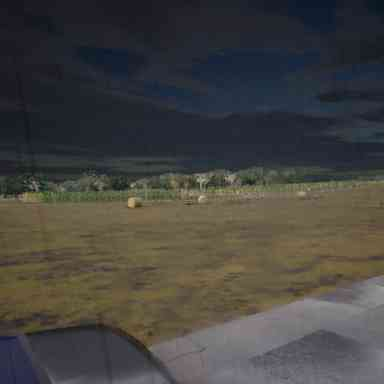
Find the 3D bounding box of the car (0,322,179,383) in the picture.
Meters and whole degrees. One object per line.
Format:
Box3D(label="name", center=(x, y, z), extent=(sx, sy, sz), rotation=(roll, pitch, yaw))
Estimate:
Box3D(label="car", center=(-2.459, 1.548, 1.308), extent=(5.357, 1.411, 2.033), rotation=(0, 0, -36))
